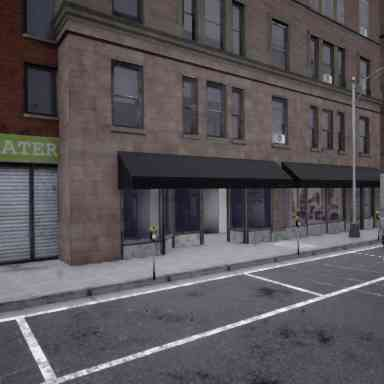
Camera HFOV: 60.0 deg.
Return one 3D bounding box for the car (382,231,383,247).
[{"bbox_3d":[9.217,1.540,13.116,4.507,1.381,1.887,0,-1,-35],"label":"car"}]
